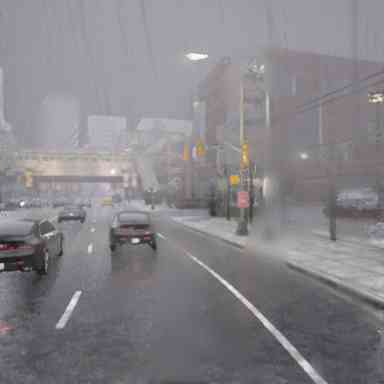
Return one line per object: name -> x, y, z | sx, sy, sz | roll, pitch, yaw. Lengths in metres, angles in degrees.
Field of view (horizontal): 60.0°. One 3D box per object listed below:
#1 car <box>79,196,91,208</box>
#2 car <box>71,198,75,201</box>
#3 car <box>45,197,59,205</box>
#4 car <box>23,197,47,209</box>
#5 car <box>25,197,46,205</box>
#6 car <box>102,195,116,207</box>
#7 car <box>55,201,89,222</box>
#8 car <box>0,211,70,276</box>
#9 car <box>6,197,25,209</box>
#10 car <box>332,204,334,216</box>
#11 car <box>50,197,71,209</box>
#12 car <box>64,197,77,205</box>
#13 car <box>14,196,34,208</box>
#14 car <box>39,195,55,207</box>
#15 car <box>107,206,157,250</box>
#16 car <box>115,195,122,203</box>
car -> -16.696, 1.795, 51.950 | 2.033, 1.411, 5.357 | 0, 0, -16
car -> -22.640, 1.858, 59.754 | 1.994, 1.385, 4.181 | 0, 0, -16
car -> -28.582, 1.867, 67.920 | 2.128, 1.511, 4.902 | 0, 0, -16
car -> -23.477, 1.821, 49.839 | 1.994, 1.385, 4.181 | 0, 0, -16
car -> -31.467, 1.827, 67.074 | 2.231, 1.521, 4.892 | 0, 0, -6
car -> -14.786, 1.744, 58.068 | 1.882, 1.535, 5.008 | 0, 0, -16
car -> -9.724, 1.697, 27.221 | 1.994, 1.385, 4.181 | 0, 0, -16
car -> -5.206, 1.559, 10.357 | 1.837, 1.490, 4.892 | 0, 0, -13
car -> -26.691, 1.748, 50.550 | 2.097, 1.535, 5.008 | 0, 0, -16
car -> 12.935, 1.329, 27.617 | 2.185, 1.767, 4.553 | 0, 0, -16
car -> -20.243, 1.855, 51.268 | 1.895, 1.301, 4.718 | 0, 0, -16
car -> -25.496, 1.881, 69.873 | 2.033, 1.411, 5.357 | 0, 0, -16
car -> -28.572, 1.652, 56.696 | 2.185, 1.767, 4.553 | 0, 0, -16
car -> -25.832, 1.788, 58.177 | 2.128, 1.511, 4.902 | 0, 0, -16
car -> -2.689, 1.570, 14.696 | 1.837, 1.490, 4.892 | 0, 0, -14
car -> -18.418, 1.967, 82.427 | 1.895, 1.301, 4.718 | 0, 0, -16
